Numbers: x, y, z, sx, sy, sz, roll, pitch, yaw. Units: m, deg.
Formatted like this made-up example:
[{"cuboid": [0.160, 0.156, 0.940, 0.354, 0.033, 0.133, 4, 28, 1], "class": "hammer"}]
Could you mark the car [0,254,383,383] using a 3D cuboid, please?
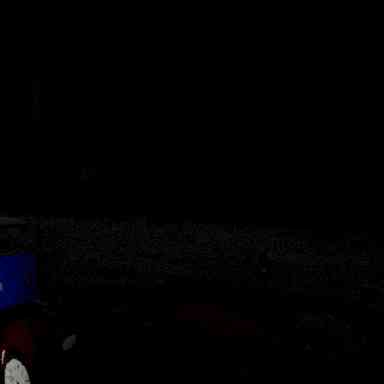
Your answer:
[{"cuboid": [-0.057, 1.534, 3.113, 4.507, 1.381, 1.887, 0, 1, 35], "class": "car"}]

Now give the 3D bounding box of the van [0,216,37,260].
[{"cuboid": [-4.656, 1.293, 6.390, 3.998, 1.788, 1.690, 0, 1, 35], "class": "van"}]
